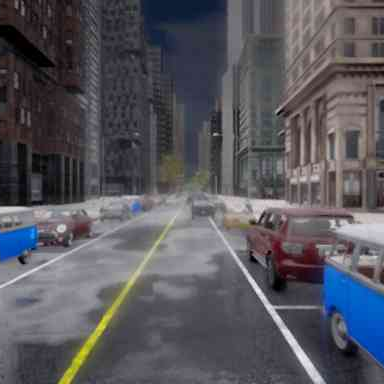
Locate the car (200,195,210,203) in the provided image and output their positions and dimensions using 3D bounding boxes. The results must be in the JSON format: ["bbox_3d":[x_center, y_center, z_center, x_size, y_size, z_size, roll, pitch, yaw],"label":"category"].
[{"bbox_3d":[2.768,1.449,69.805,1.887,1.381,4.507,0,0,0],"label":"car"}]

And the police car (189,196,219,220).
[{"bbox_3d":[0.896,1.385,28.228,1.930,1.638,5.238,0,0,0],"label":"police car"}]

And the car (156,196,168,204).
[{"bbox_3d":[-5.785,1.455,64.296,1.887,1.381,4.507,0,0,0],"label":"car"}]

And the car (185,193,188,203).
[{"bbox_3d":[-0.010,1.415,64.433,1.837,1.490,4.892,0,0,0],"label":"car"}]

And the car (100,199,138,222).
[{"bbox_3d":[-5.771,1.514,25.618,2.008,1.369,4.403,0,0,0],"label":"car"}]

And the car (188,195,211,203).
[{"bbox_3d":[0.822,1.424,38.107,1.882,1.535,5.008,0,0,-1],"label":"car"}]

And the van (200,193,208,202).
[{"bbox_3d":[2.768,1.239,75.330,1.690,1.788,3.998,0,0,0],"label":"van"}]

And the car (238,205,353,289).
[{"bbox_3d":[2.768,1.301,9.031,2.192,1.841,5.009,0,0,0],"label":"car"}]

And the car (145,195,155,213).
[{"bbox_3d":[-5.774,1.263,36.669,2.192,1.841,5.009,0,0,0],"label":"car"}]

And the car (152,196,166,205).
[{"bbox_3d":[-5.783,1.462,58.771,1.887,1.381,4.507,0,0,0],"label":"car"}]

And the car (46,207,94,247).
[{"bbox_3d":[-5.766,1.418,14.567,1.967,1.590,4.097,0,0,0],"label":"car"}]

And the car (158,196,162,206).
[{"bbox_3d":[-5.781,1.451,53.076,1.752,1.417,4.829,0,0,0],"label":"car"}]

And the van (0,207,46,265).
[{"bbox_3d":[-5.763,1.327,9.042,1.690,1.788,3.998,0,0,0],"label":"van"}]

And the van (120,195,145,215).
[{"bbox_3d":[-5.772,1.296,31.144,1.690,1.788,3.998,0,0,0],"label":"van"}]

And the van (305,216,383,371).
[{"bbox_3d":[2.769,1.335,3.505,1.690,1.788,3.998,0,0,0],"label":"van"}]

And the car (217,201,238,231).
[{"bbox_3d":[2.768,1.496,20.250,1.752,1.417,4.829,0,0,0],"label":"car"}]

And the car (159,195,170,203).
[{"bbox_3d":[-5.787,1.448,69.822,1.887,1.381,4.507,0,0,0],"label":"car"}]

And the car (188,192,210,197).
[{"bbox_3d":[0.893,1.162,44.148,2.150,2.045,5.566,0,0,0],"label":"car"}]

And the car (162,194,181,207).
[{"bbox_3d":[-3.077,1.455,50.130,1.812,1.442,4.674,0,0,0],"label":"car"}]

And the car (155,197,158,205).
[{"bbox_3d":[-5.777,1.485,42.194,1.887,1.381,4.507,0,0,0],"label":"car"}]
